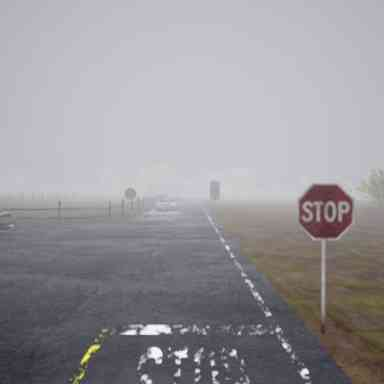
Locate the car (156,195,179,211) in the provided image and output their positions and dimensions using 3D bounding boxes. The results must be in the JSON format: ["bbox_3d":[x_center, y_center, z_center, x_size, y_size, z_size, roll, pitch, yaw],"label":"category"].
[{"bbox_3d":[-2.779,1.335,35.972,1.895,1.301,4.718,0,1,0],"label":"car"}]

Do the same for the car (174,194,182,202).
[{"bbox_3d":[-2.801,1.089,62.328,1.994,1.385,4.181,0,1,0],"label":"car"}]

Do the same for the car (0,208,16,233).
[{"bbox_3d":[-10.782,1.292,15.243,4.892,1.490,1.837,1,6,-5],"label":"car"}]
